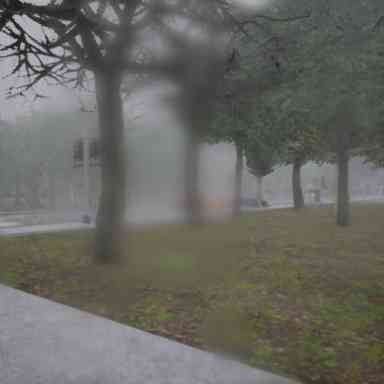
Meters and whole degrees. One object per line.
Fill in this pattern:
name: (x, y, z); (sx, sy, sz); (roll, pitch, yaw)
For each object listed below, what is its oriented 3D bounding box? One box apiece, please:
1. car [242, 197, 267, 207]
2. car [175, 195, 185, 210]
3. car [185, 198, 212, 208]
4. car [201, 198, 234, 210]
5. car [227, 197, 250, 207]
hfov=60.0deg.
car: (10.811, 1.667, 55.573); (1.882, 1.535, 5.008); (0, 0, 36)
car: (-0.086, 1.397, 45.946); (2.150, 2.045, 5.566); (0, 0, 36)
car: (1.093, 1.719, 53.215); (1.812, 1.442, 4.674); (0, 0, 36)
car: (3.545, 1.643, 45.404); (1.882, 1.535, 5.008); (0, 0, 36)
car: (8.103, 1.703, 57.375); (1.837, 1.490, 4.892); (0, 0, 36)
